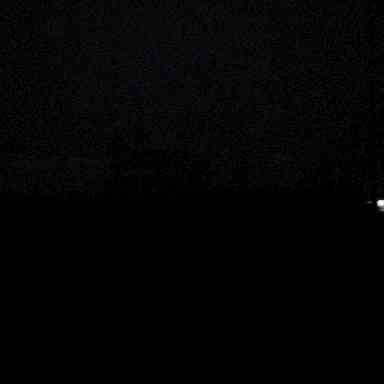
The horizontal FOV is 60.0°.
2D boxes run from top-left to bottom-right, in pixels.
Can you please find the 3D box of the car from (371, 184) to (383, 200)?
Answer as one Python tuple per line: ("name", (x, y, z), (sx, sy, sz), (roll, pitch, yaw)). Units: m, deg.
("car", (17.701, -0.029, 30.539), (1.994, 1.385, 4.181), (-2, 2, 23))
